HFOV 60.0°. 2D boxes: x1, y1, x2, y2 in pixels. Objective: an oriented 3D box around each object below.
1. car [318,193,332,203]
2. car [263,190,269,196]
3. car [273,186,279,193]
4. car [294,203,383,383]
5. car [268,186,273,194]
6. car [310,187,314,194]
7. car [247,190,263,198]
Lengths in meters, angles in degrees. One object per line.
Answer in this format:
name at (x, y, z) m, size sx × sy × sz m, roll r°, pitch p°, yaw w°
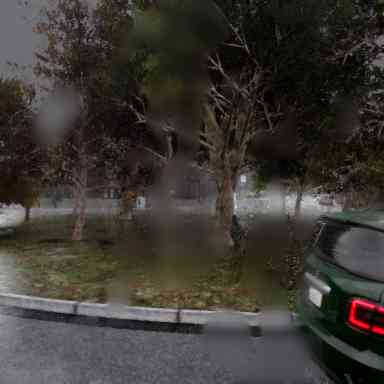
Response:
car at (22.461, 1.412, 56.163) m, size 1.994 × 1.385 × 4.181 m, roll 0°, pitch 3°, yaw 17°
car at (16.303, 0.169, 80.298) m, size 1.946 × 1.575 × 5.366 m, roll 0°, pitch 3°, yaw 26°
car at (21.193, -0.684, 90.489) m, size 2.435 × 2.045 × 5.566 m, roll 0°, pitch 3°, yaw 26°
car at (4.002, 1.236, 3.641) m, size 5.566 × 2.045 × 2.150 m, roll 0°, pitch 0°, yaw -1°
car at (18.688, -0.126, 85.272) m, size 1.946 × 1.575 × 5.366 m, roll 0°, pitch 3°, yaw 26°
car at (31.813, -0.596, 85.574) m, size 2.150 × 2.045 × 5.566 m, roll 0°, pitch 3°, yaw 26°
car at (13.909, 0.467, 75.329) m, size 1.946 × 1.575 × 5.366 m, roll 0°, pitch 3°, yaw 26°
